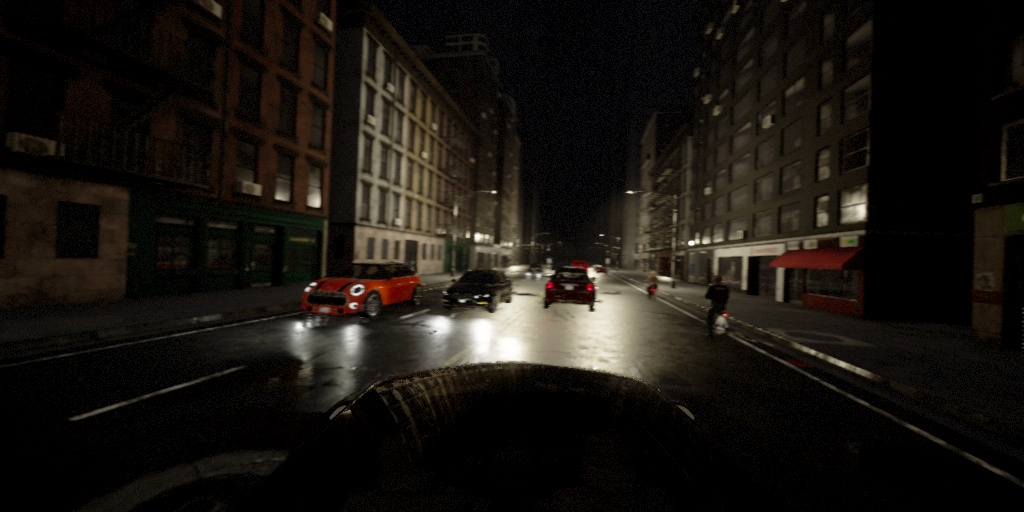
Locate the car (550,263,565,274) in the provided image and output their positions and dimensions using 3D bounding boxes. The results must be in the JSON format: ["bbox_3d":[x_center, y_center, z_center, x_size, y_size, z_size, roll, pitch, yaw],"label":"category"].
[{"bbox_3d":[6.961,1.868,54.490,1.882,1.535,5.008,2,0,12],"label":"car"}]

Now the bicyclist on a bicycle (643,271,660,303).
[{"bbox_3d":[7.310,1.598,18.697,0.866,1.612,1.509,2,0,11],"label":"bicyclist on a bicycle"}]

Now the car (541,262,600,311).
[{"bbox_3d":[2.705,1.314,16.300,2.097,1.767,4.553,2,0,12],"label":"car"}]

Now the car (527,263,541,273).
[{"bbox_3d":[3.521,1.776,53.861,1.812,1.442,4.674,2,-1,12],"label":"car"}]

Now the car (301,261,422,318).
[{"bbox_3d":[-4.907,0.984,12.451,2.097,1.767,4.553,2,0,11],"label":"car"}]

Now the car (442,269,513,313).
[{"bbox_3d":[-1.195,1.299,14.454,1.837,1.490,4.892,2,0,11],"label":"car"}]

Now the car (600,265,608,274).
[{"bbox_3d":[14.650,2.324,58.903,1.895,1.301,4.718,2,0,12],"label":"car"}]

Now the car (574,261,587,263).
[{"bbox_3d":[9.023,1.645,47.435,2.150,2.045,5.566,2,-1,12],"label":"car"}]

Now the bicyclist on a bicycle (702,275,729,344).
[{"bbox_3d":[5.499,1.395,9.755,0.659,1.776,1.843,2,0,11],"label":"bicyclist on a bicycle"}]
